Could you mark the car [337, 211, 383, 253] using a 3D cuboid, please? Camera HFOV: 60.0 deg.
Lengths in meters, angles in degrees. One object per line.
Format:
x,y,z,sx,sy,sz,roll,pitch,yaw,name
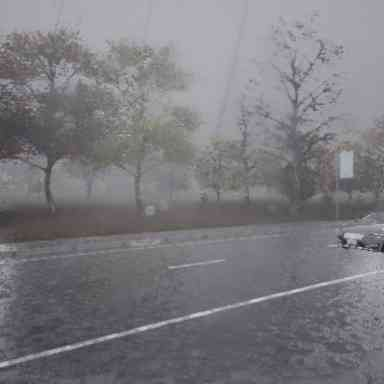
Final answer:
7.701,1.470,12.793,4.902,1.511,2.128,0,0,-29,car
